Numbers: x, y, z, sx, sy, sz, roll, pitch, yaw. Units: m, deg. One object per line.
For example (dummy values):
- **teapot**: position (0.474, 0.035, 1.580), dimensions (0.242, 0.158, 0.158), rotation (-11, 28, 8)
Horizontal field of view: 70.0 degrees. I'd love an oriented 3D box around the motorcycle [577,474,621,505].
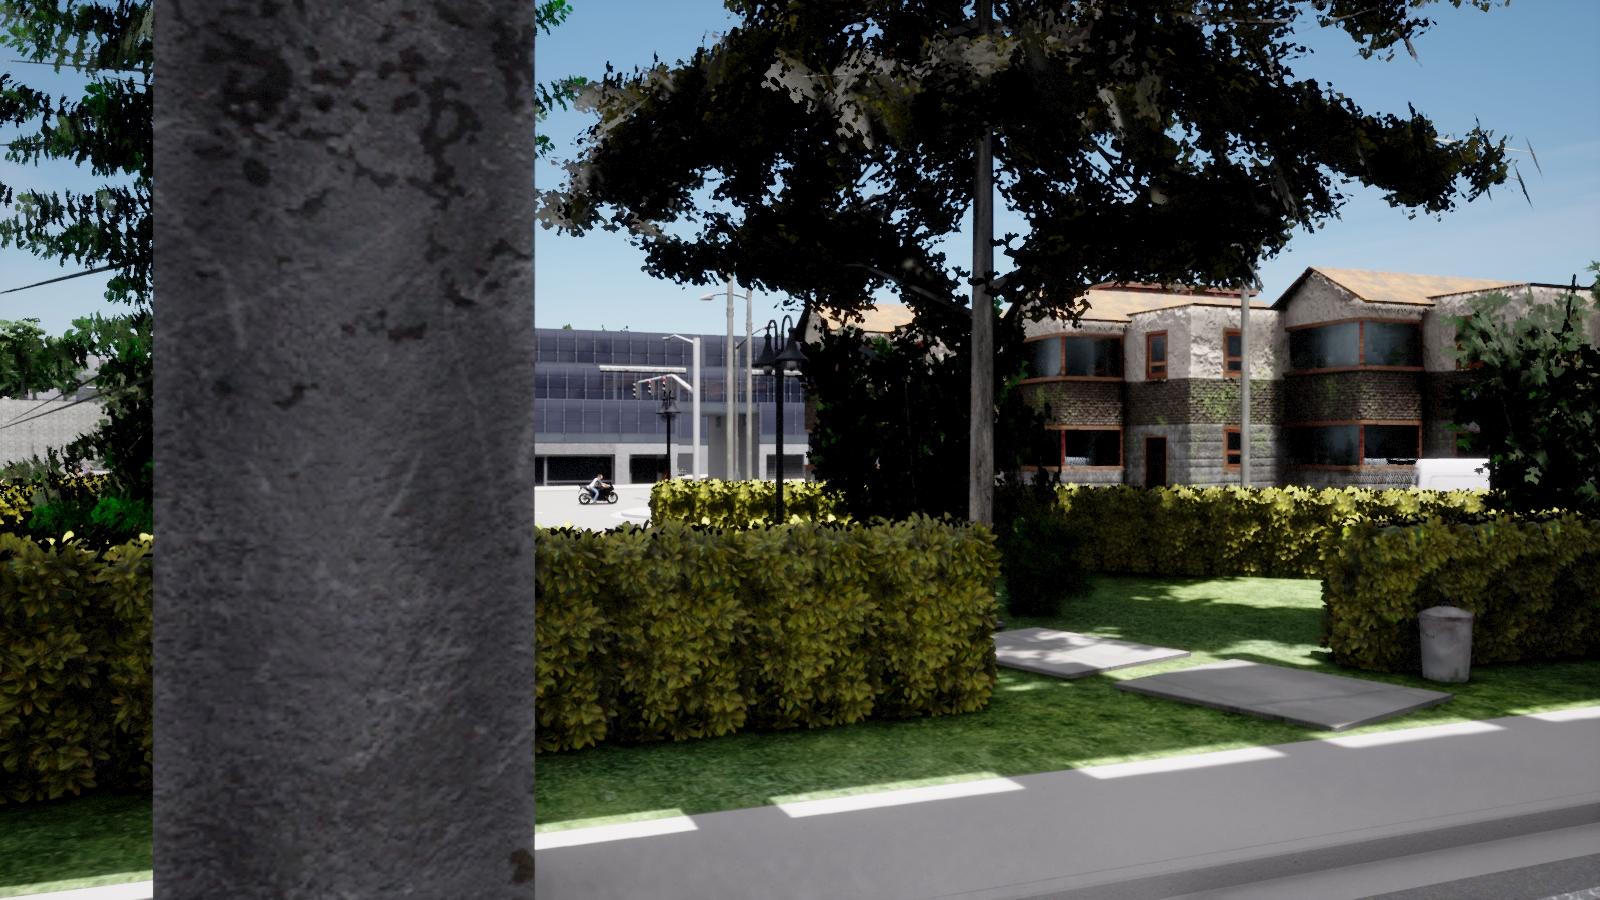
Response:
- **motorcycle**: position (-10.062, 1.969, 57.097), dimensions (2.033, 1.505, 0.803), rotation (-1, 0, -21)
